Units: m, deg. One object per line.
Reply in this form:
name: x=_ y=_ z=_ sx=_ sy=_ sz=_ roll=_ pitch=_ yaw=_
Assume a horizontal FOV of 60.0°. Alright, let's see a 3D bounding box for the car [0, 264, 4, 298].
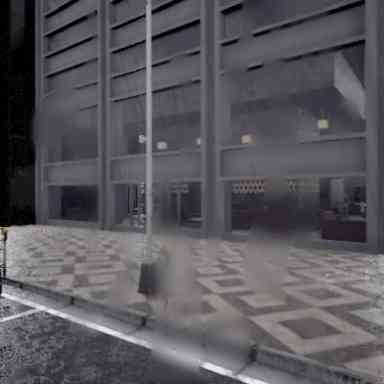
car: x=-5.892 y=1.522 z=7.160 sx=4.097 sy=1.590 sz=1.967 roll=-1 pitch=0 yaw=35
